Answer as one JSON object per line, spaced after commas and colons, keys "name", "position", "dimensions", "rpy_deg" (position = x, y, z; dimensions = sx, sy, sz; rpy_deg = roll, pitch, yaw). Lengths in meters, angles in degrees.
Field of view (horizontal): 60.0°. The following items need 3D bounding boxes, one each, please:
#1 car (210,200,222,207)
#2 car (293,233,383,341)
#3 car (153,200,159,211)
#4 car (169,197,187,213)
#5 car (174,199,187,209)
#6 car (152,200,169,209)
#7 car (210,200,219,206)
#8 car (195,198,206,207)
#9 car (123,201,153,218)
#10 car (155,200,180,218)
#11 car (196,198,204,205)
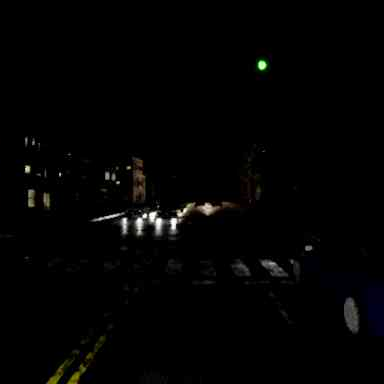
{"name": "car", "position": [4.919, 2.240, 64.968], "dimensions": [2.033, 1.411, 5.357], "rpy_deg": [0, -1, 1]}
{"name": "car", "position": [3.498, 1.557, 6.661], "dimensions": [1.882, 1.535, 5.008], "rpy_deg": [0, -1, 2]}
{"name": "car", "position": [-5.506, 1.961, 45.470], "dimensions": [2.128, 1.511, 4.902], "rpy_deg": [0, -1, 2]}
{"name": "car", "position": [-2.248, 1.696, 45.543], "dimensions": [2.150, 2.045, 5.566], "rpy_deg": [0, 0, 2]}
{"name": "car", "position": [-1.923, 2.082, 57.767], "dimensions": [1.882, 1.535, 5.008], "rpy_deg": [0, 0, 2]}
{"name": "car", "position": [-5.225, 2.070, 55.898], "dimensions": [2.128, 1.511, 4.902], "rpy_deg": [0, -1, 2]}
{"name": "car", "position": [5.081, 2.398, 75.575], "dimensions": [1.895, 1.301, 4.718], "rpy_deg": [0, -1, 1]}
{"name": "car", "position": [1.574, 2.193, 65.208], "dimensions": [1.837, 1.490, 4.892], "rpy_deg": [0, -1, 1]}
{"name": "car", "position": [-5.760, 1.887, 35.200], "dimensions": [1.812, 1.442, 4.674], "rpy_deg": [0, -1, 3]}
{"name": "car", "position": [-2.519, 1.893, 35.085], "dimensions": [1.812, 1.442, 4.674], "rpy_deg": [0, -1, 0]}
{"name": "car", "position": [1.832, 2.107, 75.625], "dimensions": [1.882, 1.535, 5.008], "rpy_deg": [0, -1, 1]}
